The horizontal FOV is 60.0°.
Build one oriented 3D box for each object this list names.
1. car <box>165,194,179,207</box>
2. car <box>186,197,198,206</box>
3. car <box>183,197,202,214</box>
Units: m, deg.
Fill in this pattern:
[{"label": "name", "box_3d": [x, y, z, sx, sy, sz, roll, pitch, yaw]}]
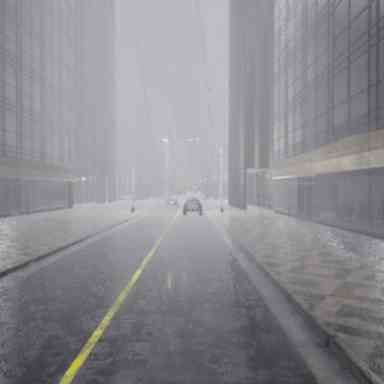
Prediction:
[{"label": "car", "box_3d": [-3.056, 1.556, 51.816, 2.128, 1.511, 4.902, 0, 0, 0]}, {"label": "car", "box_3d": [0.007, 1.587, 57.469, 1.837, 1.490, 4.892, 0, 0, 0]}, {"label": "car", "box_3d": [0.093, 1.463, 35.397, 2.033, 1.649, 4.856, 0, 0, 0]}]
